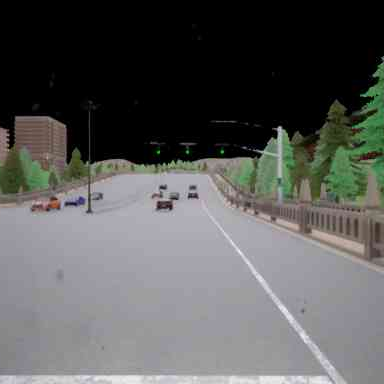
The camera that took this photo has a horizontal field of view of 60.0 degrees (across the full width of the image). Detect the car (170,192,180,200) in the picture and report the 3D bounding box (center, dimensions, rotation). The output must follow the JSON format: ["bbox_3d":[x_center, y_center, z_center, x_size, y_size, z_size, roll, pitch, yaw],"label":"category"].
[{"bbox_3d":[-3.300,0.659,62.153,2.033,1.411,5.357,0,5,0],"label":"car"}]

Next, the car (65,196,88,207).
[{"bbox_3d":[-17.524,1.339,49.997,1.882,1.535,5.008,0,2,0],"label":"car"}]

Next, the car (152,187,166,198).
[{"bbox_3d":[-6.791,0.353,65.180,1.812,1.442,4.674,0,6,0],"label":"car"}]

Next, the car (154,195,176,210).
[{"bbox_3d":[-3.370,1.487,42.083,1.882,1.535,5.008,0,0,0],"label":"car"}]

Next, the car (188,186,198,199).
[{"bbox_3d":[0.217,0.354,64.629,1.882,1.535,5.008,0,6,0],"label":"car"}]

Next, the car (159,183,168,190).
[{"bbox_3d":[-6.797,-1.280,78.599,1.837,1.490,4.892,0,7,0],"label":"car"}]

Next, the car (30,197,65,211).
[{"bbox_3d":[-17.547,1.363,39.979,2.097,1.767,4.553,0,0,0],"label":"car"}]

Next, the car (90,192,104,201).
[{"bbox_3d":[-17.466,0.759,60.335,2.128,1.511,4.902,0,5,1],"label":"car"}]

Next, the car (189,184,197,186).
[{"bbox_3d":[0.201,-1.228,78.141,1.837,1.490,4.892,0,7,0],"label":"car"}]
